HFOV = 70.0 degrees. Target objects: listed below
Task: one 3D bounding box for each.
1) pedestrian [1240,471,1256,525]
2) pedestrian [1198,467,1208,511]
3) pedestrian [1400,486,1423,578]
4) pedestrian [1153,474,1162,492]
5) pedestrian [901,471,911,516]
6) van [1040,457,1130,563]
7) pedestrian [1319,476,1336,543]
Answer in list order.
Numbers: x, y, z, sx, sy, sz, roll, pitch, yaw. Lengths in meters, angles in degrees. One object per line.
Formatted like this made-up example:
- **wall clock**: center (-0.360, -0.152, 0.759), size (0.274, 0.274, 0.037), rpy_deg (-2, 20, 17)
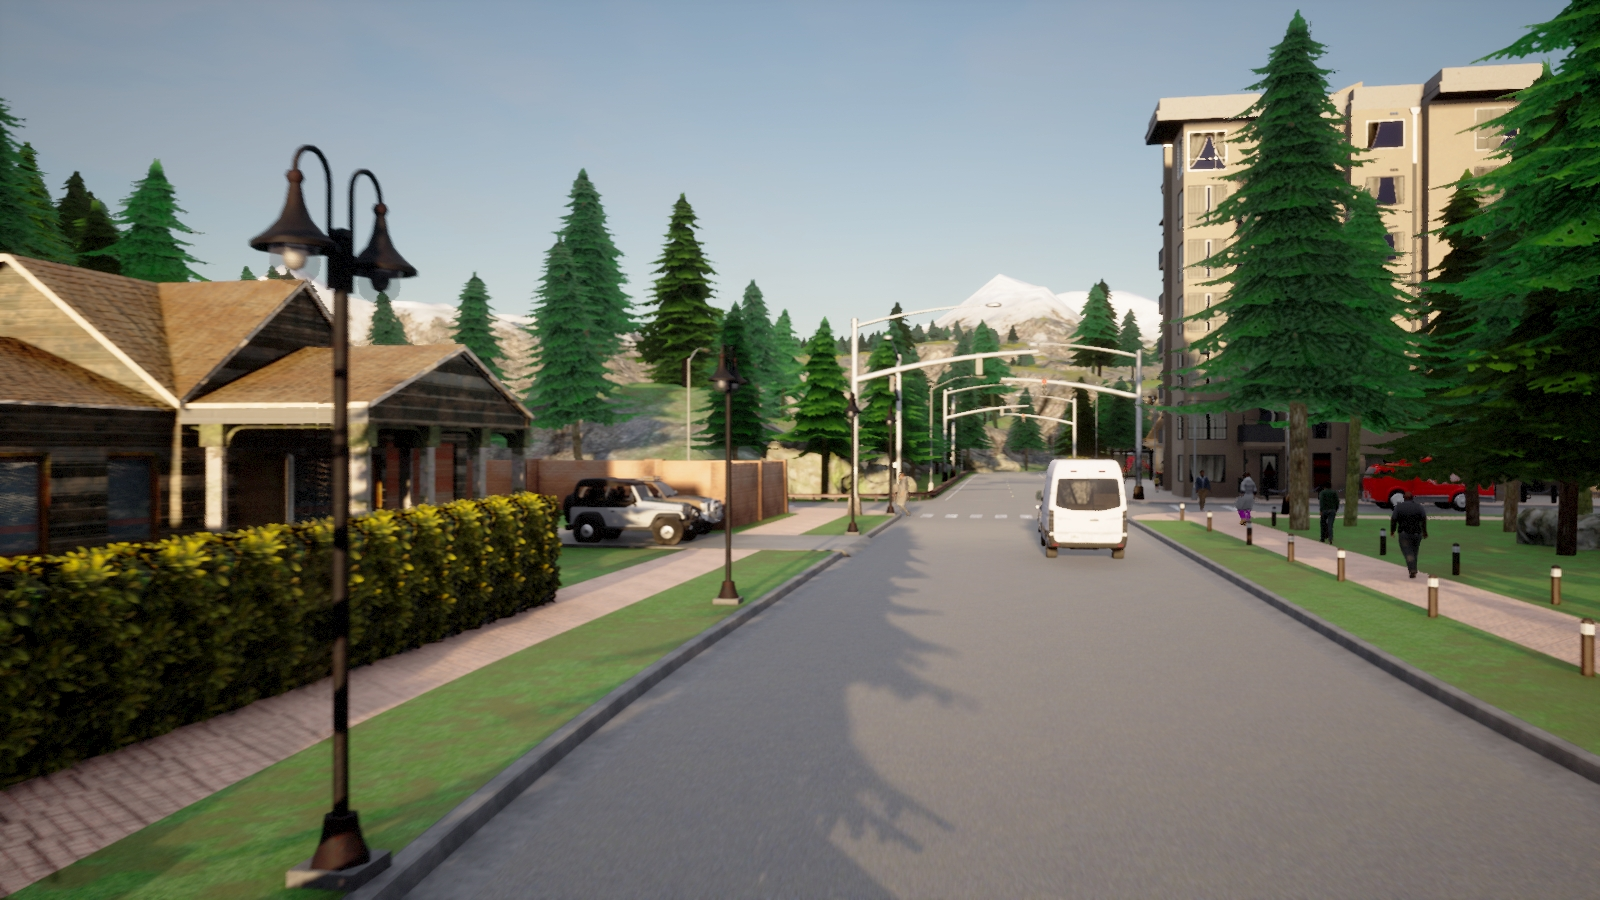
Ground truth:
- **pedestrian**: center (15.542, 1.671, 39.636), size (0.375, 1.860, 0.375), rpy_deg (0, 0, -7)
- **pedestrian**: center (17.290, 1.683, 49.034), size (0.375, 1.860, 0.375), rpy_deg (0, 0, 24)
- **pedestrian**: center (12.536, 1.667, 23.444), size (0.375, 1.860, 0.375), rpy_deg (0, 0, 22)
- **pedestrian**: center (22.400, 2.067, 71.644), size (0.500, 1.100, 0.500), rpy_deg (0, 0, 12)
- **pedestrian**: center (4.401, 1.818, 47.632), size (0.375, 1.860, 0.375), rpy_deg (0, 0, 12)
- **van**: center (7.686, 1.504, 31.327), size (1.988, 2.561, 5.915), rpy_deg (0, 0, 10)
- **pedestrian**: center (14.839, 1.667, 32.137), size (0.375, 1.860, 0.375), rpy_deg (0, 0, 11)
